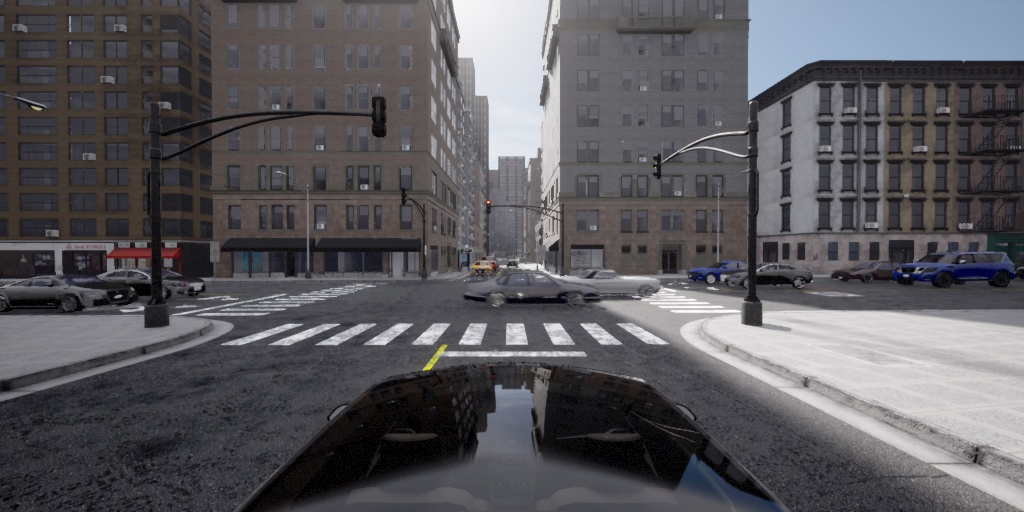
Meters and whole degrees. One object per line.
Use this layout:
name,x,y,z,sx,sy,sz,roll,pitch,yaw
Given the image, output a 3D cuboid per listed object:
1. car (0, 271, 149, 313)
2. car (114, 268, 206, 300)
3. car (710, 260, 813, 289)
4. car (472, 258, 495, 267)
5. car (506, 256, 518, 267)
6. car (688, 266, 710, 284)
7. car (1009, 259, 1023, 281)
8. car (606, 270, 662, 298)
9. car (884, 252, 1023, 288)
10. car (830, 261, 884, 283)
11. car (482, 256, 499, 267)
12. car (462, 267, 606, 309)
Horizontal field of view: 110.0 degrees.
car,-17.717,1.441,14.300,4.181,1.385,1.994,0,1,0
car,-17.798,1.334,17.559,4.902,1.511,2.128,0,1,1
car,14.885,1.123,21.171,4.902,1.511,2.128,0,1,0
car,-3.119,1.233,37.576,1.882,1.535,5.008,0,0,0
car,0.054,1.288,64.168,1.837,1.490,4.892,0,0,0
car,14.647,1.076,24.420,5.008,1.535,1.882,0,1,0
car,37.699,0.941,24.519,4.892,1.490,1.837,-1,1,0
car,4.761,1.322,17.670,4.718,1.301,1.895,0,1,0
car,26.051,0.774,21.226,5.566,2.045,2.150,-1,1,-1
car,25.075,1.075,24.476,5.357,1.411,2.033,0,1,0
car,-3.130,0.984,48.214,2.150,2.045,5.566,0,0,0
car,0.743,1.294,14.413,5.357,1.411,2.033,0,0,0
